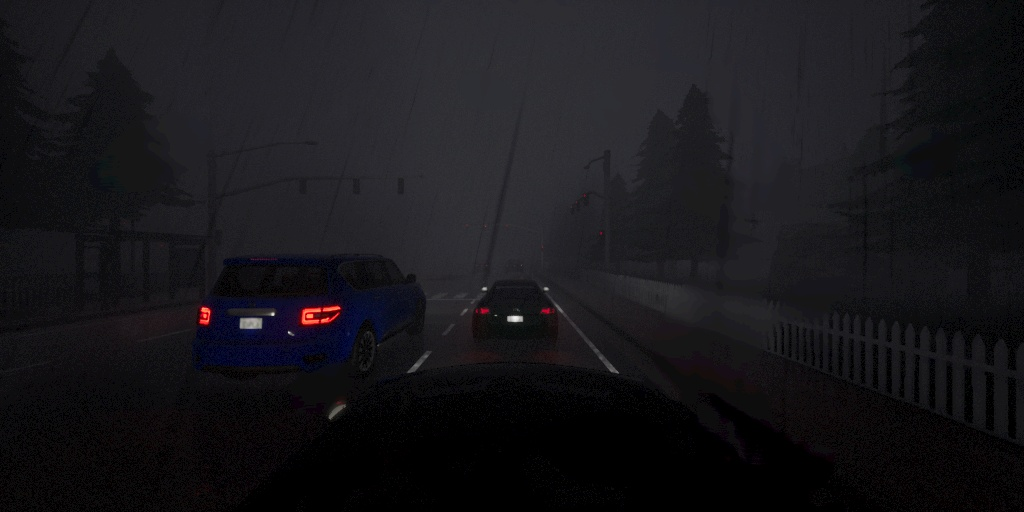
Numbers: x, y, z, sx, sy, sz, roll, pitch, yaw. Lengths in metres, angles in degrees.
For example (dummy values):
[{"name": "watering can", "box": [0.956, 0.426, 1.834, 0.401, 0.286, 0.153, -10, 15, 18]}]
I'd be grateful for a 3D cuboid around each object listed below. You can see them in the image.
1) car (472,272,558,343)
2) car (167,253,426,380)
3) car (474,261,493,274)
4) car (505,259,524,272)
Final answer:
[{"name": "car", "box": [0.091, 1.313, 9.664, 1.994, 1.385, 4.181, 0, 0, 1]}, {"name": "car", "box": [-3.403, 0.972, 7.385, 2.150, 2.045, 5.566, 0, 0, 0]}, {"name": "car", "box": [-3.237, 1.248, 40.636, 2.128, 1.511, 4.902, 0, 0, 0]}, {"name": "car", "box": [0.266, 1.101, 41.317, 2.097, 1.767, 4.553, 0, 0, 0]}]
